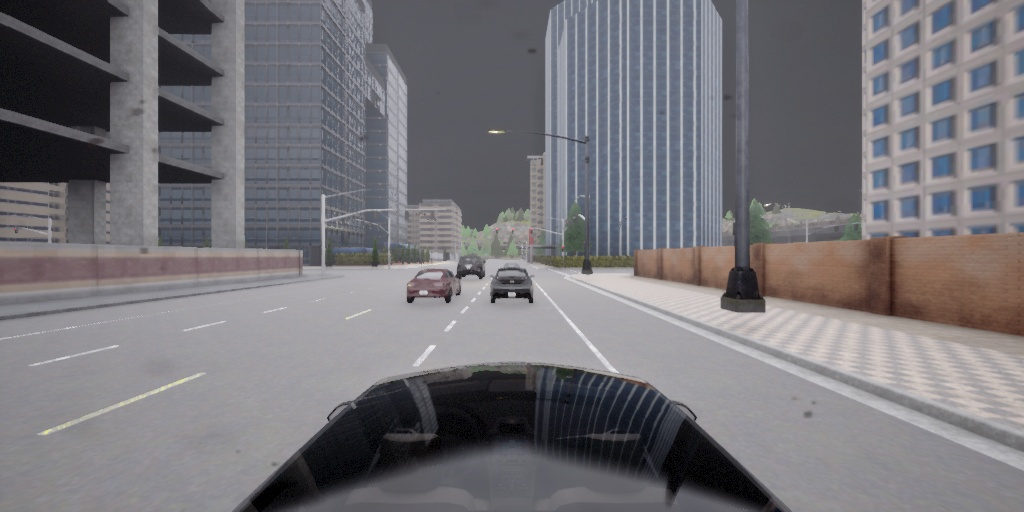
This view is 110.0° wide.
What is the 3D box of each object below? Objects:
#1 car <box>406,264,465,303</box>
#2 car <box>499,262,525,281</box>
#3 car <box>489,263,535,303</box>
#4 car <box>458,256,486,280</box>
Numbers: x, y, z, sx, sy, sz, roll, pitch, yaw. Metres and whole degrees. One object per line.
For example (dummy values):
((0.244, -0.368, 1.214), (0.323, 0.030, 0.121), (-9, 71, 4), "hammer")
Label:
((-3.500, 1.282, 16.500), (1.812, 1.442, 4.674), (0, 0, 0), "car")
((-0.038, 1.312, 31.565), (2.033, 1.411, 5.357), (0, 0, -1), "car")
((0.000, 1.265, 16.500), (1.837, 1.490, 4.892), (0, 0, 0), "car")
((-3.538, 1.007, 31.551), (2.150, 2.045, 5.566), (0, 0, -1), "car")
